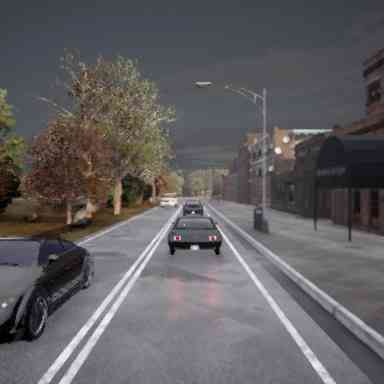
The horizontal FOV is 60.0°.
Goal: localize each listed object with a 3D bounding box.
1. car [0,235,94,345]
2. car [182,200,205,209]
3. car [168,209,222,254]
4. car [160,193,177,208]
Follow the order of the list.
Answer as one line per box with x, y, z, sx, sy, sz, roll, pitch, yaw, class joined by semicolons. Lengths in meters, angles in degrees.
-3.350;1.566;6.362;1.994;1.385;4.181;0;0;0;car
0.103;1.511;31.044;1.837;1.490;4.892;0;0;0;car
0.102;1.605;13.542;1.895;1.301;4.718;0;0;0;car
-3.331;1.221;47.860;2.150;2.045;5.566;0;0;0;car
